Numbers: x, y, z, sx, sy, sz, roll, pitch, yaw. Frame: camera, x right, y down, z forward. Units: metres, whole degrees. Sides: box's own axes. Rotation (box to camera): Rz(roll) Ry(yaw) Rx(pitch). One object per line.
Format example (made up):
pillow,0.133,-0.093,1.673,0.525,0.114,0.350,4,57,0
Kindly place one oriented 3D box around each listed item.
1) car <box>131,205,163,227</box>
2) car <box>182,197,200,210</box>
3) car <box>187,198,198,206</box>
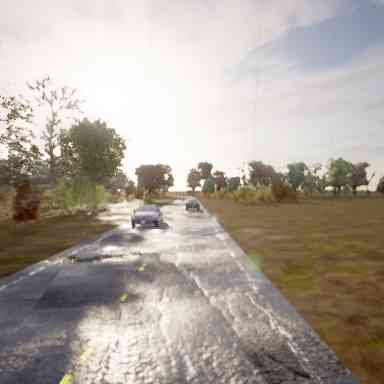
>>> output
car,-3.107,1.641,23.646,1.812,1.442,4.674,0,0,0
car,0.100,1.706,46.165,2.128,1.511,4.902,0,0,0
car,0.102,1.885,64.232,1.895,1.301,4.718,0,0,0
